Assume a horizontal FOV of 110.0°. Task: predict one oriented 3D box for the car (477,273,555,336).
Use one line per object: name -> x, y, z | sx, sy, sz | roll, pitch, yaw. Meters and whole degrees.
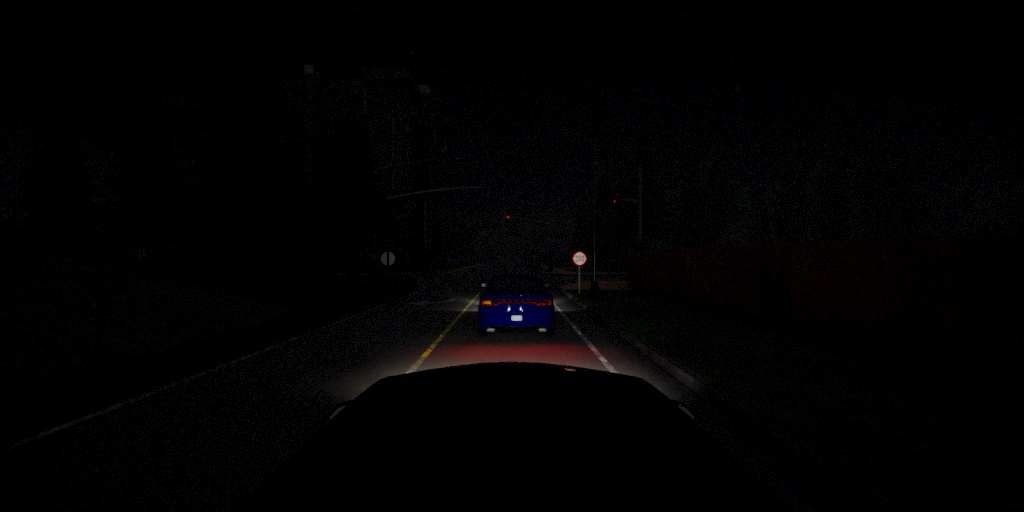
car -> 0.100, 1.228, 10.438 | 1.882, 1.535, 5.008 | 0, 0, 0
